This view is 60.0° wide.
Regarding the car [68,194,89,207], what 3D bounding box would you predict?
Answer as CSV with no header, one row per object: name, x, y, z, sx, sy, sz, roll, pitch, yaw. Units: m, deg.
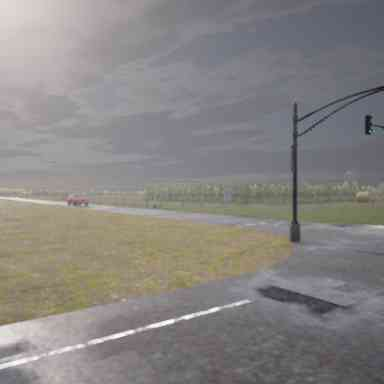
car,-18.819,1.300,54.938,2.150,2.045,5.566,0,-1,-36
